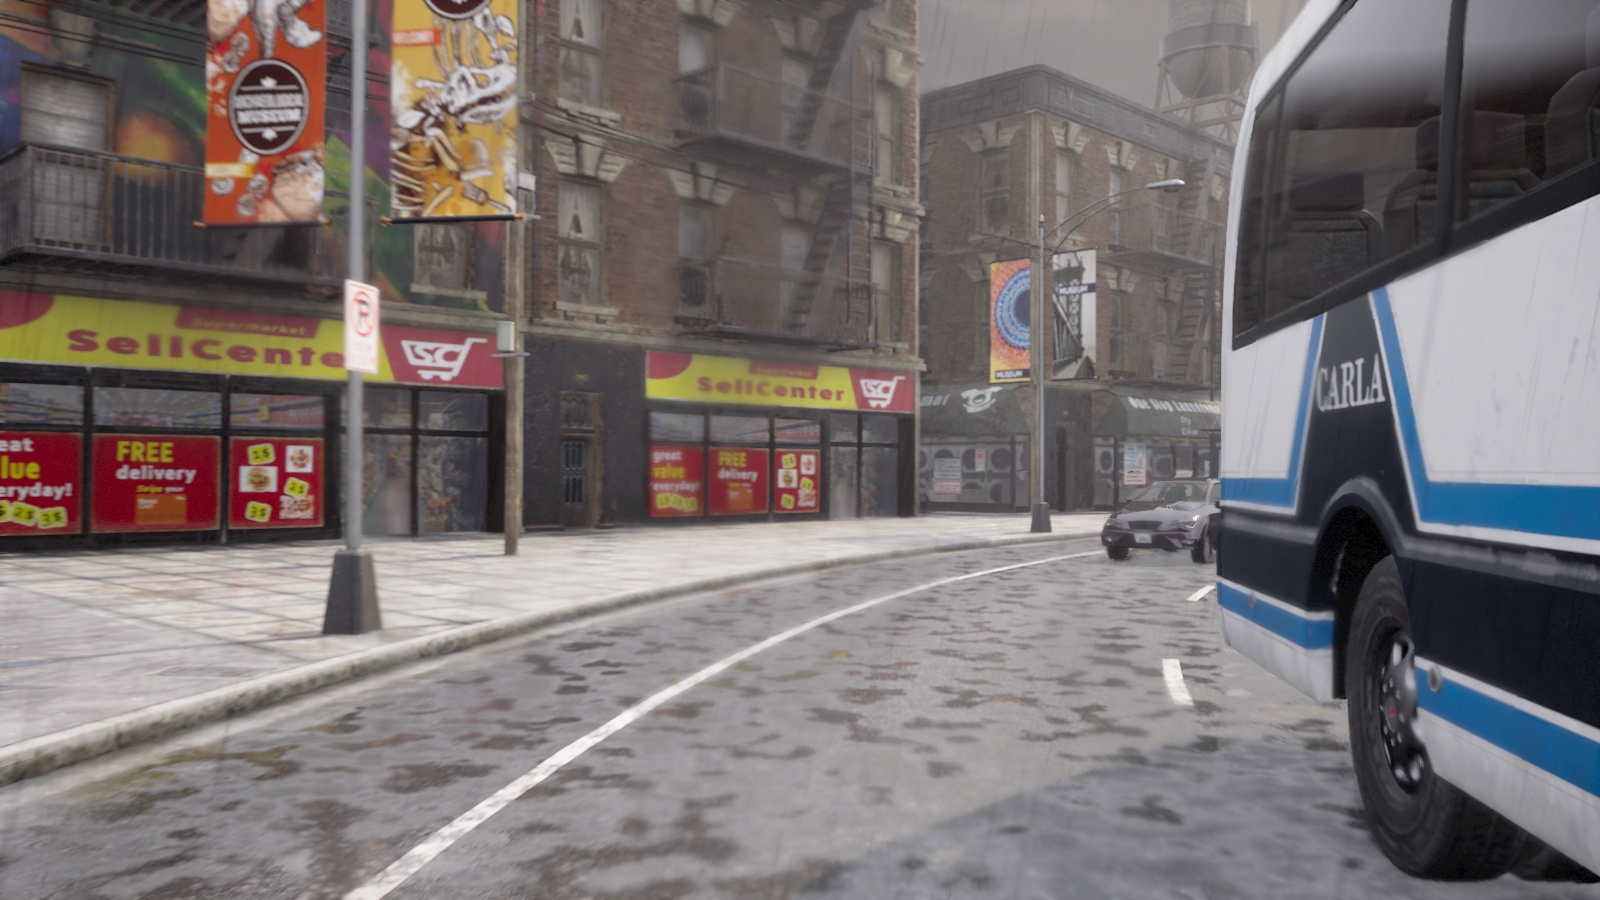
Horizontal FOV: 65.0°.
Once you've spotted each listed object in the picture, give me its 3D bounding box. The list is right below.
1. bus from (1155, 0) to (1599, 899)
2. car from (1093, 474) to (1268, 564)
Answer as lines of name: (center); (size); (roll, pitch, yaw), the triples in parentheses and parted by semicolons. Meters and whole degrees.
bus: (3.480, -0.536, 2.181); (3.944, 4.253, 10.273); (-1, -1, 7)
car: (7.064, 1.192, 23.051); (1.816, 1.474, 4.193); (-1, -1, 36)
